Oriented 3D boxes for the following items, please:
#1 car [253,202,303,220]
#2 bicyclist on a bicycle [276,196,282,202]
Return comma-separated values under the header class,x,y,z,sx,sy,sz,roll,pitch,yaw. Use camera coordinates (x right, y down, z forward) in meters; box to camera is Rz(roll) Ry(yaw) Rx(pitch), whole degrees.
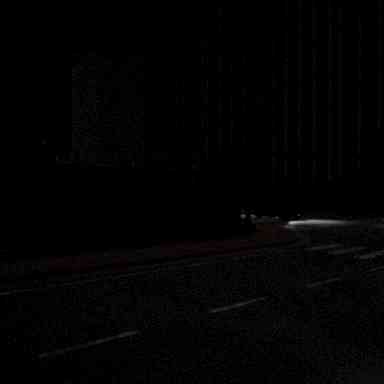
class,x,y,z,sx,sy,sz,roll,pitch,yaw
car,7.281,1.572,28.713,1.812,1.442,4.674,0,0,-36
bicyclist on a bicycle,11.413,1.401,43.533,1.656,1.620,0.582,0,0,-36
